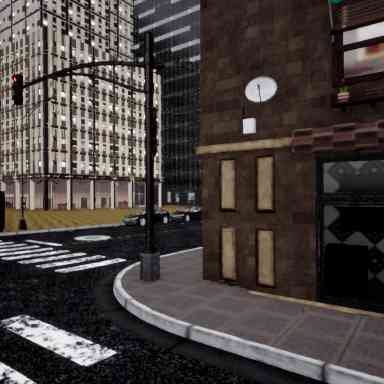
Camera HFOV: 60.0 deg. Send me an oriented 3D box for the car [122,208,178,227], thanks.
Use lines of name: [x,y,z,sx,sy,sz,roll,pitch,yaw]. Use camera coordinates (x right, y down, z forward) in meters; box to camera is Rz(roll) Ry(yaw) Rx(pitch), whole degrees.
car: [-3.481,1.893,25.922,2.008,1.369,4.403,-2,-2,35]

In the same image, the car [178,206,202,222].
car: [-0.272,1.975,30.474,2.008,1.369,4.403,-2,-2,35]
